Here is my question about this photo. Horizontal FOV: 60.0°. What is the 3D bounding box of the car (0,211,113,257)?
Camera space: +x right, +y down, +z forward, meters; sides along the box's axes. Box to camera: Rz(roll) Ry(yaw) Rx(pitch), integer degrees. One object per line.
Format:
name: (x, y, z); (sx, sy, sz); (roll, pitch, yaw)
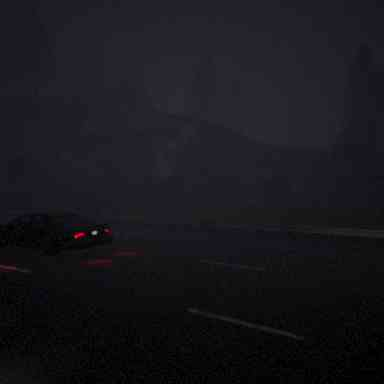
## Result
car: (-5.462, 1.427, 12.403); (5.357, 1.411, 2.033); (0, 1, 29)
